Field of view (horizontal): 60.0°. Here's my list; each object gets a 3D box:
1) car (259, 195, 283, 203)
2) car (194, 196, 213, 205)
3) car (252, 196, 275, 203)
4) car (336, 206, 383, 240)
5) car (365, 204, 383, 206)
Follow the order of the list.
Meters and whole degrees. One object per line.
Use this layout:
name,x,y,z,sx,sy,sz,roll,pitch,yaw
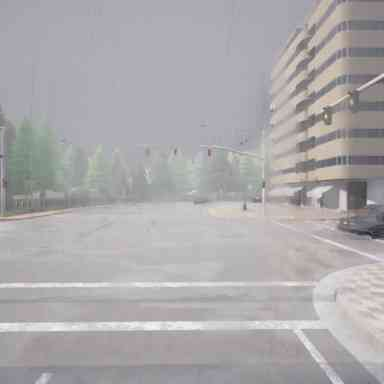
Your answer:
car,17.586,1.525,73.664,4.902,1.511,2.128,0,0,-23
car,2.097,1.491,59.622,2.128,1.511,4.902,0,0,31
car,14.269,1.525,67.786,4.674,1.442,1.812,0,0,-34
car,10.215,1.604,16.811,5.357,1.411,2.033,0,0,-1
car,13.191,1.581,24.039,4.674,1.442,1.812,0,0,-1
